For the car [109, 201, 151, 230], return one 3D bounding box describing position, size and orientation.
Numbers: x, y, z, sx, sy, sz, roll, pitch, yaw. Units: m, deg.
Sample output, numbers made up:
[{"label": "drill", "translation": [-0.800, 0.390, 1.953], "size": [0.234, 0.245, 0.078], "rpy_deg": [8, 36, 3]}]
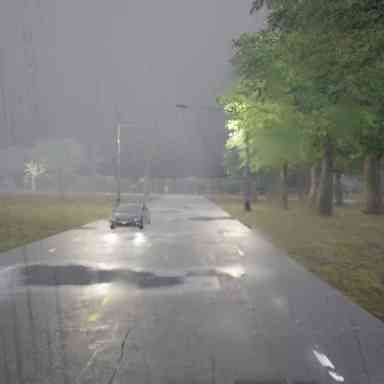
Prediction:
[{"label": "car", "translation": [-3.592, 1.358, 19.991], "size": [1.837, 1.490, 4.892], "rpy_deg": [0, 1, 0]}]
